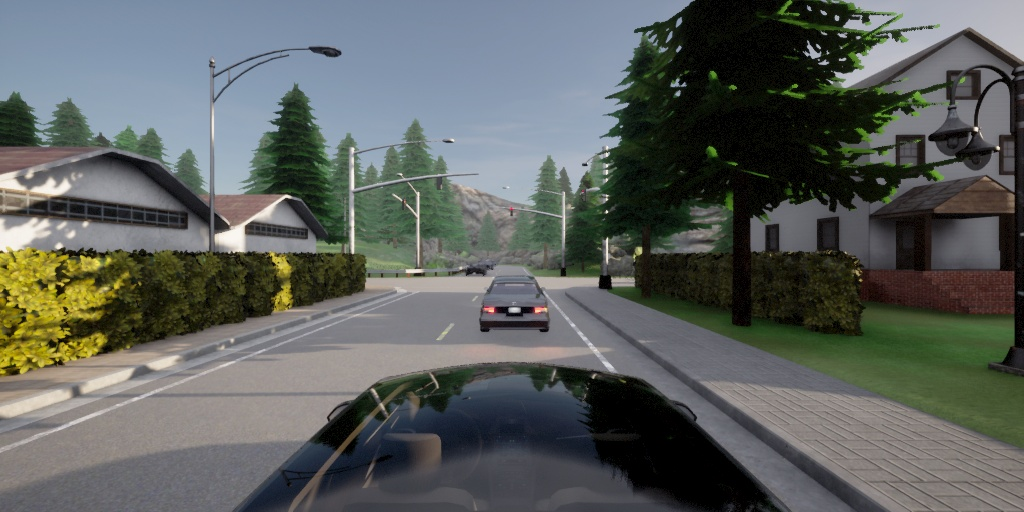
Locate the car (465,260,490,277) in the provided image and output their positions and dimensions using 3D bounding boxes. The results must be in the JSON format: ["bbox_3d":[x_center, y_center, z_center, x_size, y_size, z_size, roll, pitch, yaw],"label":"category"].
[{"bbox_3d":[-3.571,1.349,36.107,1.895,1.301,4.718,0,0,0],"label":"car"}]

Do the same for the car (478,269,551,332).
[{"bbox_3d":[0.077,1.297,10.807,2.033,1.411,5.357,0,0,0],"label":"car"}]

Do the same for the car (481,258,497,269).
[{"bbox_3d":[-3.586,1.102,49.196,2.097,1.767,4.553,0,0,0],"label":"car"}]
